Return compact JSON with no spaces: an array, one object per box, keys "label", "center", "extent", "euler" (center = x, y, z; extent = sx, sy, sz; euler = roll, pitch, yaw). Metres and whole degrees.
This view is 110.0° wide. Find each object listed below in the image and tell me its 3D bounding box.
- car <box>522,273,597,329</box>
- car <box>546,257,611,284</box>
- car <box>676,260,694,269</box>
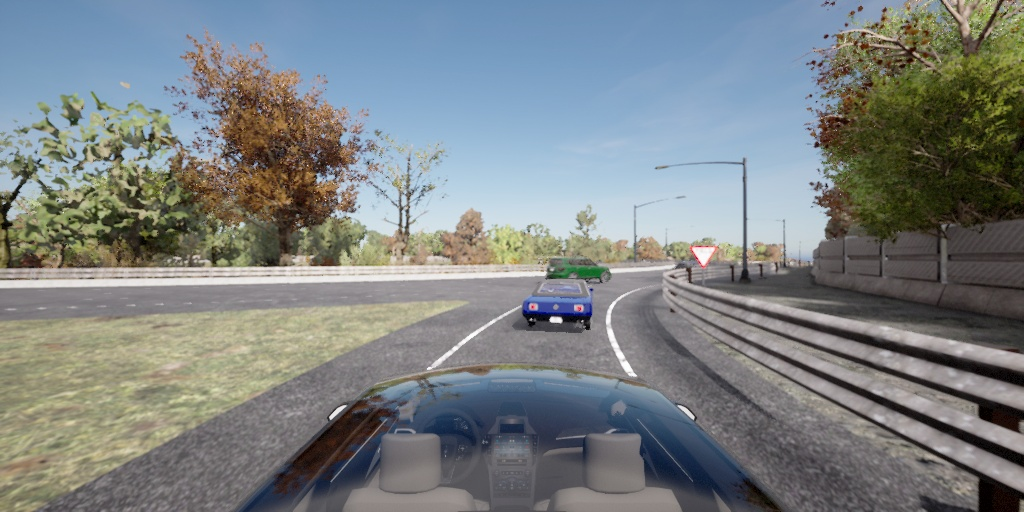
[{"label":"car","center":[1.687,1.413,11.660],"extent":[1.895,1.301,4.718],"euler":[0,0,13]},{"label":"car","center":[5.151,1.133,27.674],"extent":[5.566,2.045,2.150],"euler":[0,0,-33]},{"label":"car","center":[27.973,1.619,58.032],"extent":[1.837,1.490,4.892],"euler":[0,0,38]}]
